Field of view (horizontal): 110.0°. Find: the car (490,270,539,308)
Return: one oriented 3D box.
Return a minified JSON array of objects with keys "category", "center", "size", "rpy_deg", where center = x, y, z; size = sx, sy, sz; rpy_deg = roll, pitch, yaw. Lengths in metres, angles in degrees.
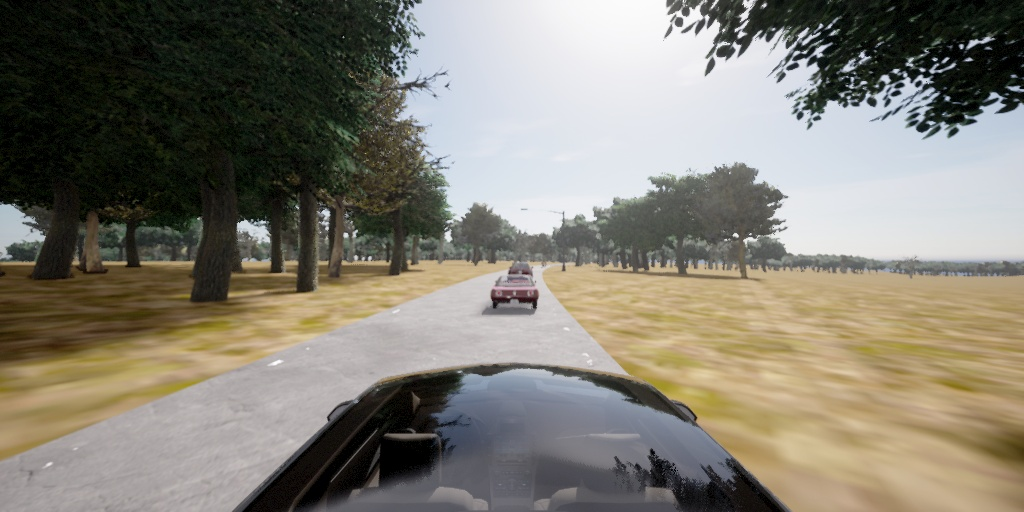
[{"category":"car","center":[0.157,1.471,15.899],"size":[1.895,1.301,4.718],"rpy_deg":[0,0,2]}]

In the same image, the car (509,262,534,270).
[{"category":"car","center":[0.763,1.331,30.800],"size":[2.097,1.767,4.553],"rpy_deg":[0,-1,3]}]
